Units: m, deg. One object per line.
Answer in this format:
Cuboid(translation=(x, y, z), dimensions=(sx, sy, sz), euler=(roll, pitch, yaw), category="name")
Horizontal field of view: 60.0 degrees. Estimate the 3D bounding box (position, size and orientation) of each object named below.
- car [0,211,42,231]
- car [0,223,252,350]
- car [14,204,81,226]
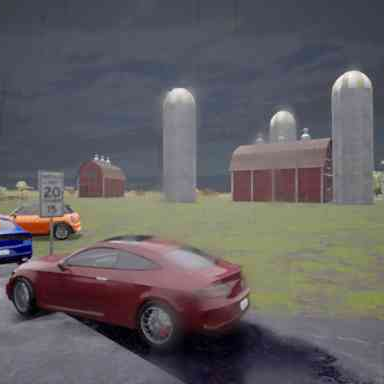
Cuboid(translation=(-6.874, 1.478, 10.662), dimensions=(5.008, 1.535, 1.882), euler=(0, 0, 43), category="car")
Cuboid(translation=(-1.266, 1.527, 6.095), dimensions=(4.674, 1.442, 1.812), euler=(0, 0, 26), category="car")
Cuboid(translation=(-7.906, 1.368, 16.394), dimensions=(4.553, 1.767, 2.097), euler=(0, 0, -10), category="car")
